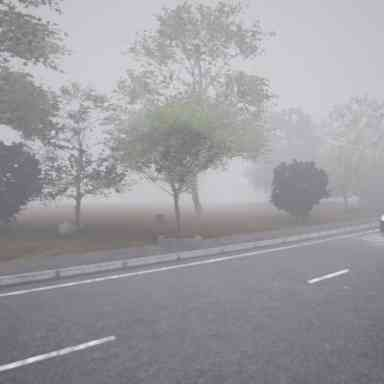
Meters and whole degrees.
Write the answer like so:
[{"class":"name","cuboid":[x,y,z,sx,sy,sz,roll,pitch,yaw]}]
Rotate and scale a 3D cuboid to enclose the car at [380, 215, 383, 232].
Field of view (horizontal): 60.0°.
[{"class":"car","cuboid":[12.527,1.384,19.020,4.553,1.767,2.097,0,0,-42]}]
